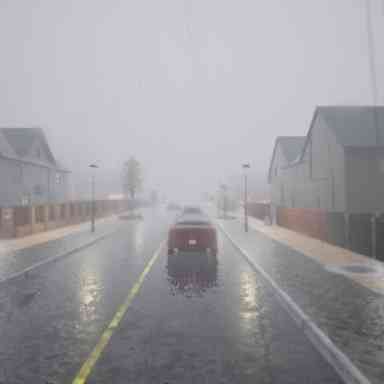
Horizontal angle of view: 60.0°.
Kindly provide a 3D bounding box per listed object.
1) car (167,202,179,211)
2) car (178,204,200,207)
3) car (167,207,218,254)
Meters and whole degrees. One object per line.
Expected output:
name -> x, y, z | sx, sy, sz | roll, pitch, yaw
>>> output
car -> -2.732, 2.239, 50.612 | 1.994, 1.385, 4.181 | 0, -1, 1
car -> 0.045, 1.862, 28.508 | 1.837, 1.490, 4.892 | 0, 0, 1
car -> 0.041, 1.646, 14.252 | 1.882, 1.535, 5.008 | 0, 0, 1
